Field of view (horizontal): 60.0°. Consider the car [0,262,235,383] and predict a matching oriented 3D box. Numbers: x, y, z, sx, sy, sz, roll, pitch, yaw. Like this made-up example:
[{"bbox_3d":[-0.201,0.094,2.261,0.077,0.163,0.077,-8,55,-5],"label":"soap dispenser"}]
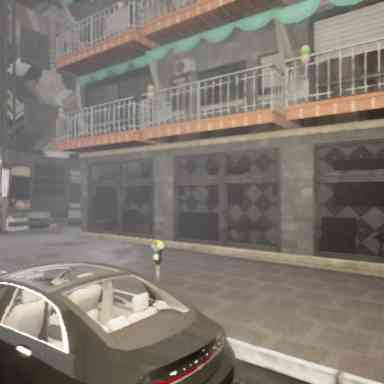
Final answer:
[{"bbox_3d":[-1.645,1.523,3.905,4.403,1.369,2.008,1,0,36],"label":"car"}]
